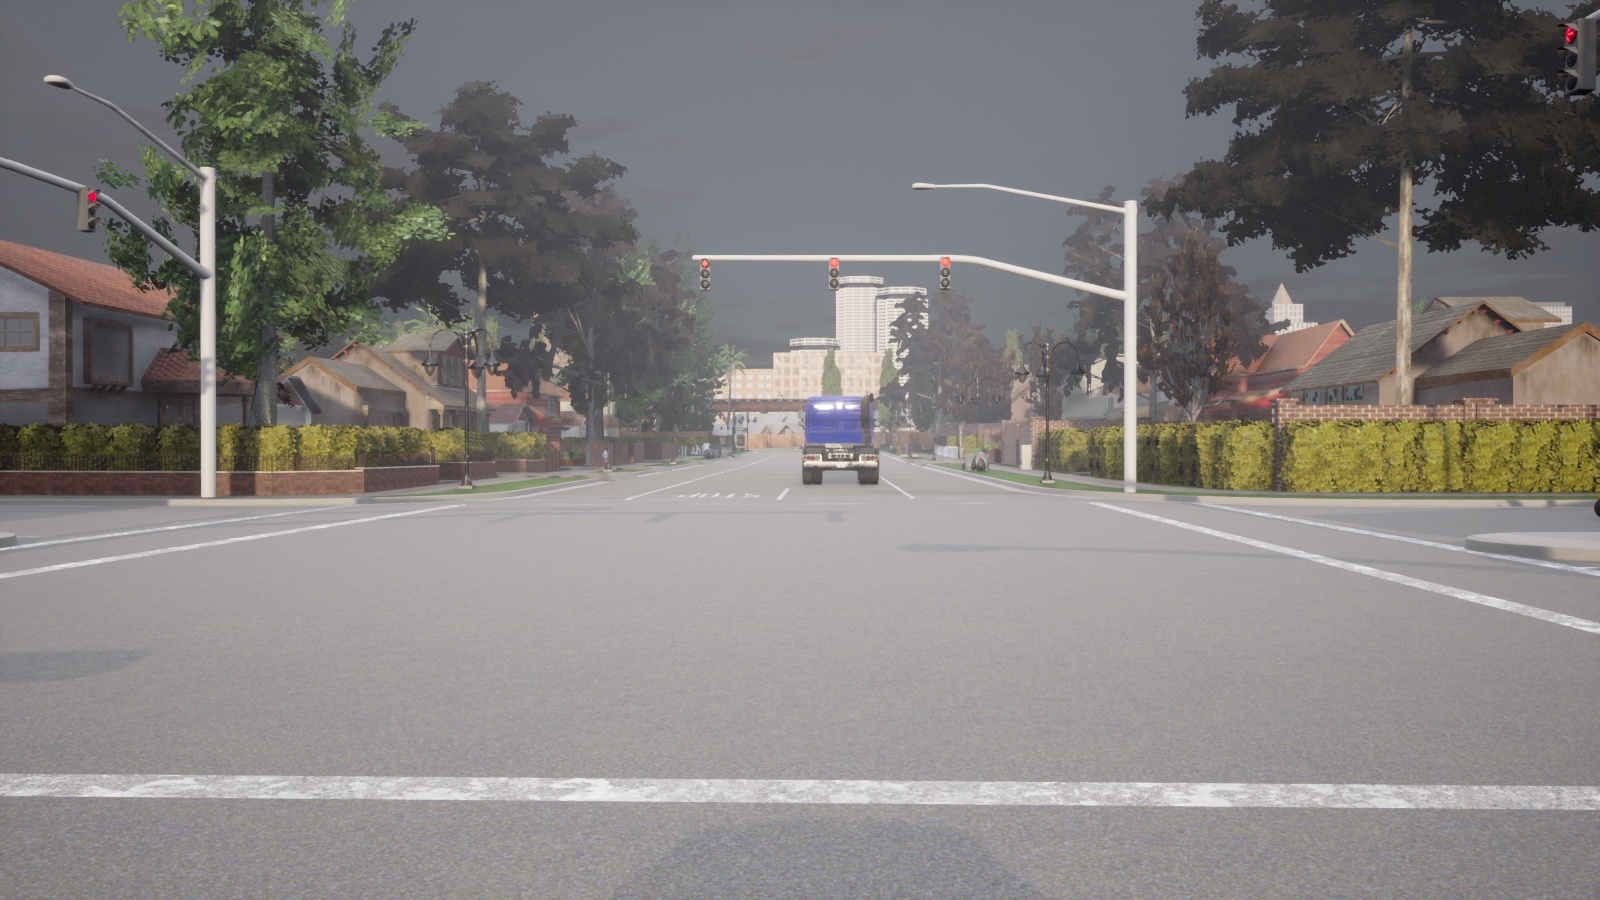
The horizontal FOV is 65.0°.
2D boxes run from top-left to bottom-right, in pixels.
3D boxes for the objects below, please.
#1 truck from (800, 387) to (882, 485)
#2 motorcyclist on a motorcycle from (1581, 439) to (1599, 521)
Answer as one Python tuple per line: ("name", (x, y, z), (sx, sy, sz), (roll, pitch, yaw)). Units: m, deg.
("truck", (1.527, -0.507, 48.332), (2.891, 3.462, 7.936), (0, 0, 1))
("motorcyclist on a motorcycle", (16.364, 0.575, 24.398), (1.817, 1.590, 0.866), (0, 0, 1))
